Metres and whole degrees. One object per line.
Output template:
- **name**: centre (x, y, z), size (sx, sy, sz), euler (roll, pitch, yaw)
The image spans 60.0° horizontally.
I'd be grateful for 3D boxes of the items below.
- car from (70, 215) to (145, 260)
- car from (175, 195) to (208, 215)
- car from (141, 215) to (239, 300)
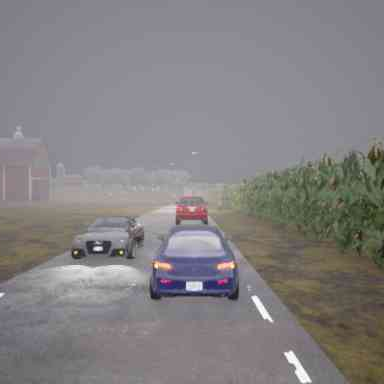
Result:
- **car**: centre (-2.919, 1.570, 12.328), size (1.994, 1.385, 4.181), euler (0, 0, 0)
- **car**: centre (-0.045, 1.262, 23.935), size (2.150, 2.045, 5.566), euler (0, 0, -1)
- **car**: centre (0.061, 1.530, 8.291), size (1.812, 1.442, 4.674), euler (0, 0, 0)
